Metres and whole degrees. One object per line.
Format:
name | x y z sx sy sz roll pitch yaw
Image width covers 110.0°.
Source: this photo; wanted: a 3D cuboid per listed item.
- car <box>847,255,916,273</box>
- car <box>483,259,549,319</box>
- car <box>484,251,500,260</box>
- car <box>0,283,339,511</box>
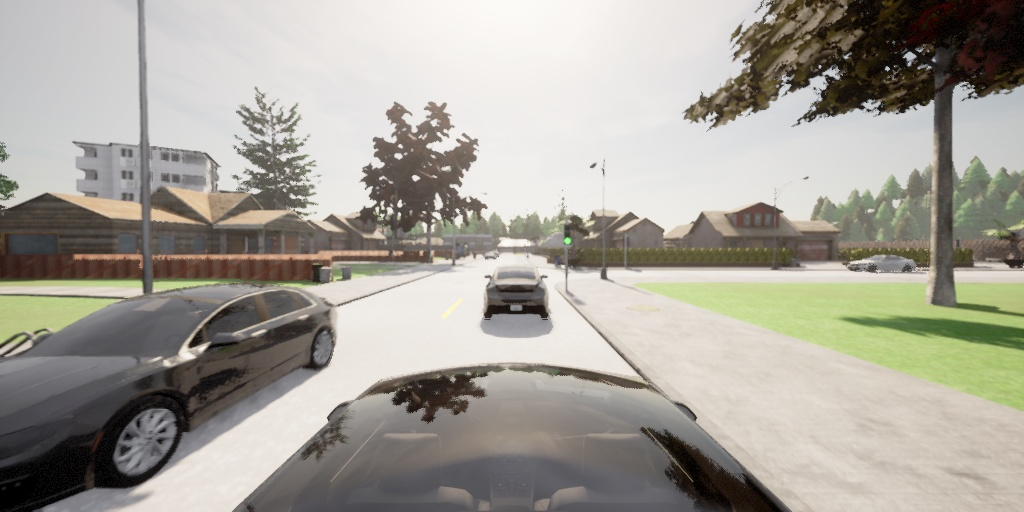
car | 31.043 0.640 30.160 4.674 1.442 1.812 0 1 1
car | 0.134 1.026 11.639 1.837 1.490 4.892 0 1 1
car | -3.671 -0.075 60.966 2.033 1.411 5.357 0 1 1
car | -4.070 1.184 4.604 1.837 1.490 4.892 0 1 1
